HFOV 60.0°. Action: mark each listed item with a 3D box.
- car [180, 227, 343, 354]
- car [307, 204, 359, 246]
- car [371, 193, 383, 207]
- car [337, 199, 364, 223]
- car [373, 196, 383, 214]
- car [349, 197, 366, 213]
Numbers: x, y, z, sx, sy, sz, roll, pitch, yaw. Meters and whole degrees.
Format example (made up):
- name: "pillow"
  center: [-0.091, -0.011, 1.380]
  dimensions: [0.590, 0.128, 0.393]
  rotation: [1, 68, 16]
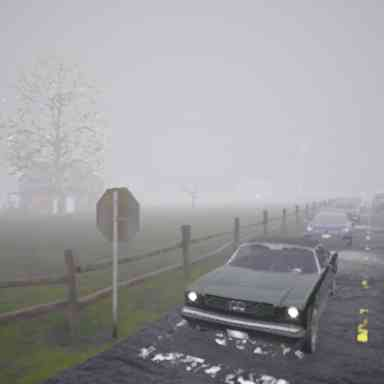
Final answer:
- name: "car"
  center: [1.655, 1.612, 6.438]
  dimensions: [1.895, 1.301, 4.718]
  rotation: [-1, 0, 28]
- name: "car"
  center: [6.560, 1.527, 15.542]
  dimensions: [1.812, 1.442, 4.674]
  rotation: [-1, 0, 28]
- name: "car"
  center: [24.778, 1.161, 43.405]
  dimensions: [2.150, 2.045, 5.566]
  rotation: [-1, 0, 28]
- name: "car"
  center: [11.791, 1.495, 25.265]
  dimensions: [1.837, 1.490, 4.892]
  rotation: [-1, 0, 28]
- name: "car"
  center: [20.104, 1.456, 34.594]
  dimensions: [1.837, 1.490, 4.892]
  rotation: [-1, 0, 29]
- name: "car"
  center: [18.061, 1.325, 36.787]
  dimensions: [2.097, 1.767, 4.553]
  rotation: [-1, 0, 29]
